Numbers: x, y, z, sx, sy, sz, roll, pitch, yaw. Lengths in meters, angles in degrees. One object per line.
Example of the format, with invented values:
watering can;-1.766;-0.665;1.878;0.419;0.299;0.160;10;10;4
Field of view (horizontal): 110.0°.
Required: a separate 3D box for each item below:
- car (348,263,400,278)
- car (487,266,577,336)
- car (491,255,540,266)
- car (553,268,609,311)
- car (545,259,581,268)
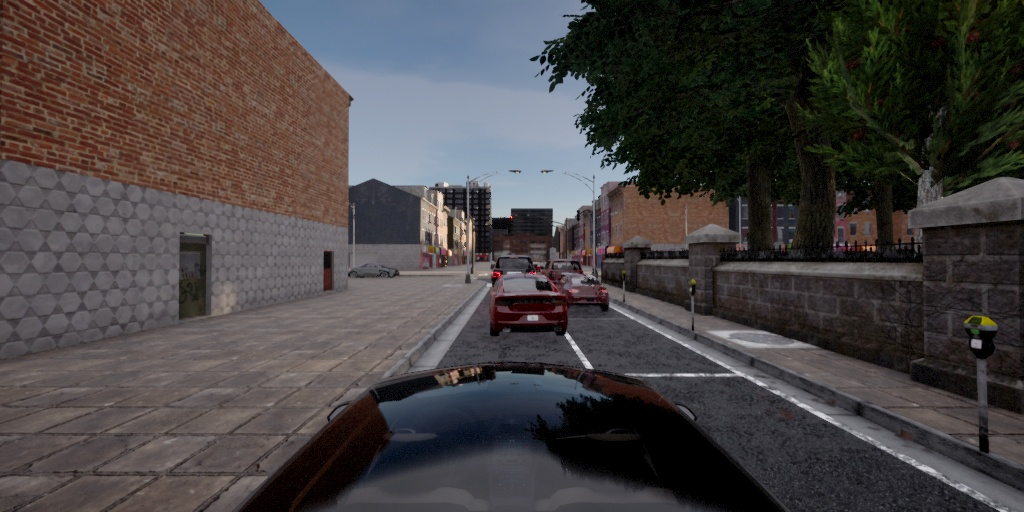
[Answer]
car;-12.026;1.304;31.316;4.181;1.385;1.994;0;-1;0
car;0.290;1.230;10.469;1.882;1.535;5.008;0;0;-4
car;0.111;0.979;18.030;2.150;2.045;5.566;0;0;0
car;2.660;1.337;14.273;1.802;1.307;4.207;0;0;0
car;2.669;1.074;19.722;2.192;1.841;5.009;0;0;0
